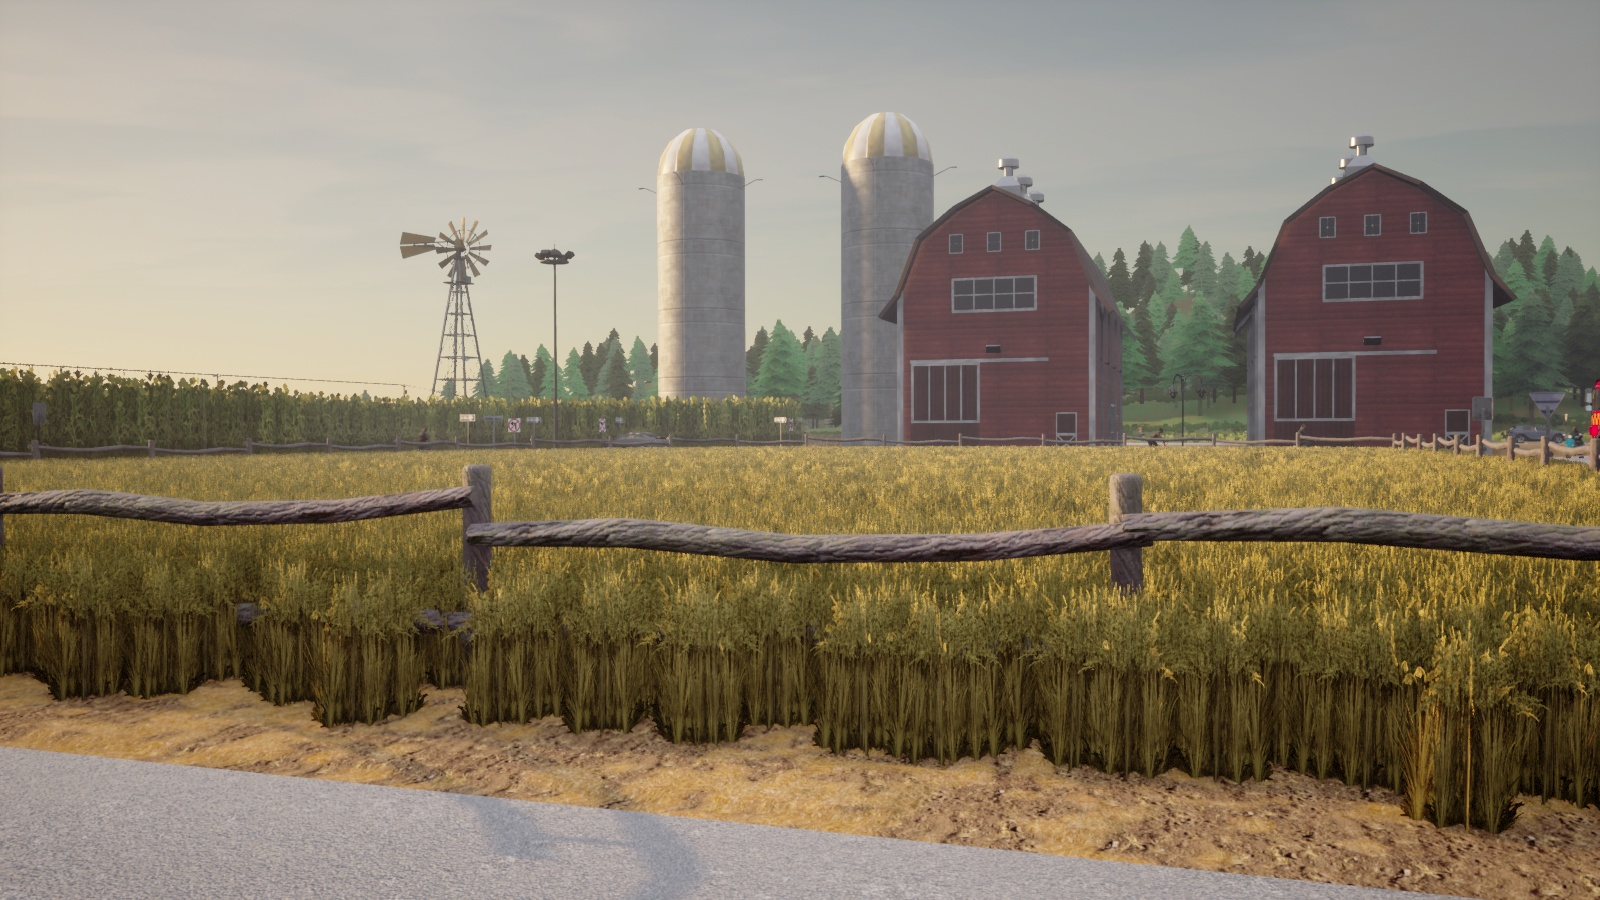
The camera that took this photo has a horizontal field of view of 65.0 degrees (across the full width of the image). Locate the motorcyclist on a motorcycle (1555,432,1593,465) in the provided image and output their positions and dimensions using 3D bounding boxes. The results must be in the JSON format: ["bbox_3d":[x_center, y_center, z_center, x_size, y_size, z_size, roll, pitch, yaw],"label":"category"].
[{"bbox_3d":[37.075,-0.083,60.171,1.817,1.590,0.866,-1,1,-34],"label":"motorcyclist on a motorcycle"}]

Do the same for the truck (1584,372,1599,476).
[{"bbox_3d":[30.183,-0.928,43.763,2.891,3.827,8.468,1,1,19],"label":"truck"}]

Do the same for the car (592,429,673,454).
[{"bbox_3d":[-10.884,-0.566,81.661,4.902,1.511,2.128,1,1,28],"label":"car"}]
